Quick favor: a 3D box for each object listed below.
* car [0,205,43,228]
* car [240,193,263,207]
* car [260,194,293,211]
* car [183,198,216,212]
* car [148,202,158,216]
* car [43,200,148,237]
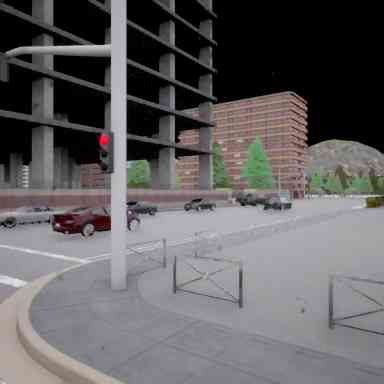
[{"bbox_3d":[-10.817,1.545,21.886,1.895,1.301,4.718,0,0,35],"label":"car"},{"bbox_3d":[9.237,1.171,50.037,2.150,2.045,5.566,0,0,36],"label":"car"},{"bbox_3d":[10.196,1.296,39.089,2.097,1.767,4.553,0,0,35],"label":"car"},{"bbox_3d":[0.952,1.449,38.483,1.837,1.490,4.892,0,0,35],"label":"car"},{"bbox_3d":[-5.042,1.470,30.019,1.812,1.442,4.674,0,0,36],"label":"car"},{"bbox_3d":[-4.901,1.422,17.708,1.882,1.535,5.008,0,0,35],"label":"car"}]
